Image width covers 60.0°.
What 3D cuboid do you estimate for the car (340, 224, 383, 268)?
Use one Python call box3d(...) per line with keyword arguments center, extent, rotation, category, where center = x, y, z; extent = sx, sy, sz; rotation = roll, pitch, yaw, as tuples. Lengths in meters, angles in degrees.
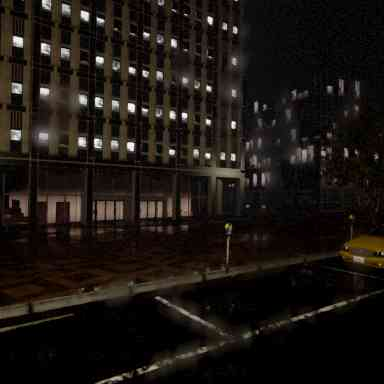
box3d(center=(6.608, 1.533, 10.489), extent=(4.829, 1.417, 1.752), rotation=(0, 1, -34), category="car")
